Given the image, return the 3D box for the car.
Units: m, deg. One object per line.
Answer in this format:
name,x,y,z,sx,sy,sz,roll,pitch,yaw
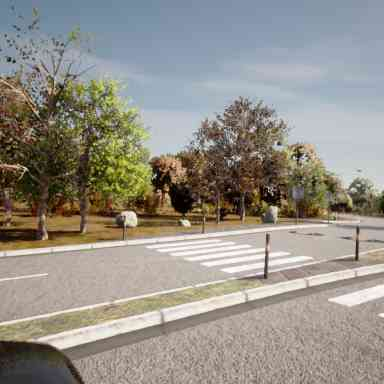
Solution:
car,-2.544,1.562,1.630,4.181,1.385,1.994,0,0,-35
